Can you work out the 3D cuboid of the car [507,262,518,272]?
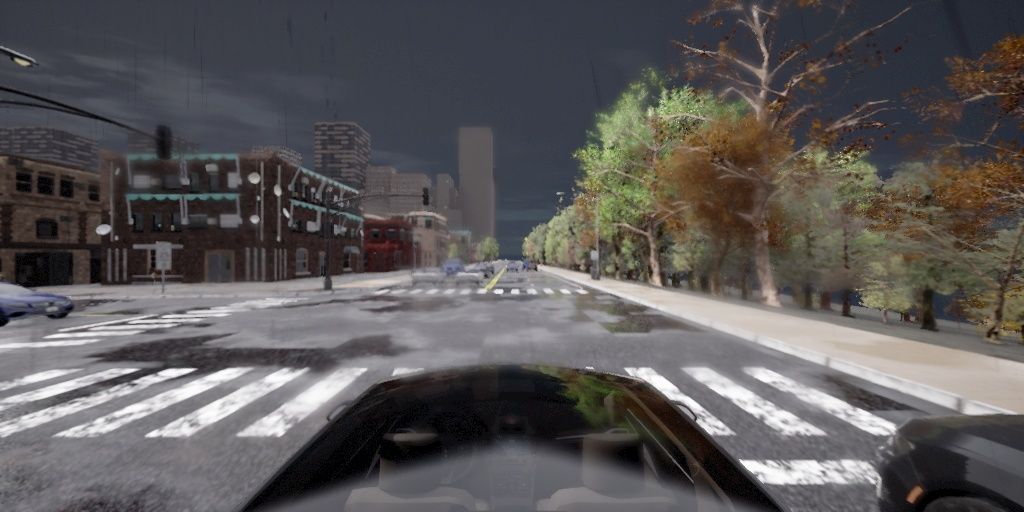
[{"bbox_3d":[0.081,1.889,60.784,2.033,1.411,5.357,0,-1,0],"label":"car"}]

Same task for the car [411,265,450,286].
[{"bbox_3d":[-6.618,1.625,28.900,1.895,1.301,4.718,0,-1,0],"label":"car"}]

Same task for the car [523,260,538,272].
[{"bbox_3d":[3.330,1.843,60.480,1.837,1.490,4.892,0,-1,0],"label":"car"}]

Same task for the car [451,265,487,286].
[{"bbox_3d":[-3.361,1.625,28.921,1.895,1.301,4.718,0,-1,0],"label":"car"}]

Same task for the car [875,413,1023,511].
[{"bbox_3d":[3.352,1.243,0.338,1.837,1.490,4.892,0,0,-1],"label":"car"}]

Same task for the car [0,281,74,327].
[{"bbox_3d":[-18.066,1.587,12.239,4.674,1.442,1.812,-1,0,-1],"label":"car"}]

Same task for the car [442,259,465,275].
[{"bbox_3d":[-6.614,1.365,40.699,2.150,2.045,5.566,0,-1,0],"label":"car"}]

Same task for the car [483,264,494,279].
[{"bbox_3d":[-3.363,1.668,38.595,2.033,1.411,5.357,0,-1,0],"label":"car"}]
